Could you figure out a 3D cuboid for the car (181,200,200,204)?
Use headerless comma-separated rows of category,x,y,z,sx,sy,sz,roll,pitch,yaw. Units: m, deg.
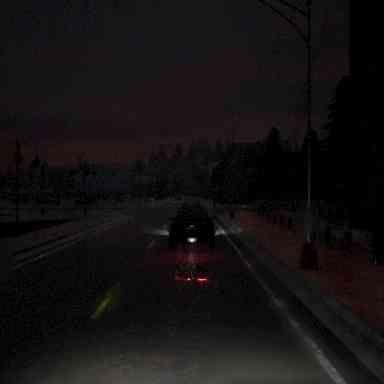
car,0.000,1.616,29.680,1.895,1.301,4.718,0,0,0

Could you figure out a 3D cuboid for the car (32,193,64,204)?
car,-24.807,1.398,57.303,3.806,1.475,1.970,0,0,0

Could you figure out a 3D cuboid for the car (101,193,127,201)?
car,-17.251,1.111,72.908,4.605,1.855,1.932,0,0,0

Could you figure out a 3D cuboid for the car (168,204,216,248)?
car,0.000,1.515,14.650,1.837,1.490,4.892,0,0,0

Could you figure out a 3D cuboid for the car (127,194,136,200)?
car,-17.665,1.167,88.608,5.027,1.636,2.152,0,0,0

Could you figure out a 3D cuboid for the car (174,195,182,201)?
car,-3.500,1.493,84.929,2.128,1.511,4.902,0,0,0

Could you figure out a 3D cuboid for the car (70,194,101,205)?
car,-17.386,1.387,54.324,3.633,1.501,1.845,0,0,0

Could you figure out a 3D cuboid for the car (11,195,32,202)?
car,-35.800,1.333,69.295,3.633,1.501,1.845,0,0,0

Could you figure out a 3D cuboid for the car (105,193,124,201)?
car,-17.663,1.091,75.813,3.866,1.878,1.905,0,0,0

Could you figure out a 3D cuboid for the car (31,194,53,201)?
car,-35.759,1.311,79.288,4.514,1.523,2.007,0,0,0
